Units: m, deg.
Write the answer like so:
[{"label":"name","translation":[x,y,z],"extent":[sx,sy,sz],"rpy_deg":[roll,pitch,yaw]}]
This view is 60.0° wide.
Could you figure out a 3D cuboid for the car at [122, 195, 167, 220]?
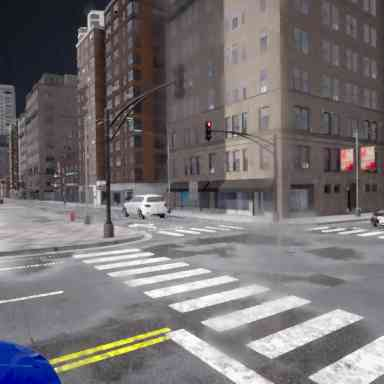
[{"label":"car","translation":[-4.243,1.270,29.287],"extent":[2.150,2.045,5.566],"rpy_deg":[-1,1,-33]}]

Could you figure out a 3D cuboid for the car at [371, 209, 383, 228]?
[{"label":"car","translation":[13.308,1.491,21.163],"extent":[4.902,1.511,2.128],"rpy_deg":[0,0,-35]}]

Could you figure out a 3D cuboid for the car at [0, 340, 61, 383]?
[{"label":"car","translation":[-3.098,1.479,1.238],"extent":[5.008,1.535,1.882],"rpy_deg":[0,0,-35]}]
